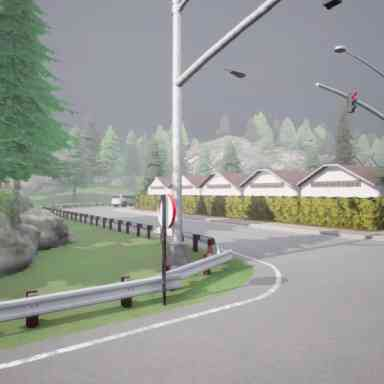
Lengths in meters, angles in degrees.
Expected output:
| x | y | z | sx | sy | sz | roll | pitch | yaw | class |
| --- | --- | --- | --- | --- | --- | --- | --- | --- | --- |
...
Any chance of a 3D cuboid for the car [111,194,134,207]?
| x | y | z | sx | sy | sz | roll | pitch | yaw | class |
| --- | --- | --- | --- | --- | --- | --- | --- | --- | --- |
| -10.454 | 1.398 | 53.907 | 2.150 | 2.045 | 5.566 | 0 | 0 | 36 | car |
